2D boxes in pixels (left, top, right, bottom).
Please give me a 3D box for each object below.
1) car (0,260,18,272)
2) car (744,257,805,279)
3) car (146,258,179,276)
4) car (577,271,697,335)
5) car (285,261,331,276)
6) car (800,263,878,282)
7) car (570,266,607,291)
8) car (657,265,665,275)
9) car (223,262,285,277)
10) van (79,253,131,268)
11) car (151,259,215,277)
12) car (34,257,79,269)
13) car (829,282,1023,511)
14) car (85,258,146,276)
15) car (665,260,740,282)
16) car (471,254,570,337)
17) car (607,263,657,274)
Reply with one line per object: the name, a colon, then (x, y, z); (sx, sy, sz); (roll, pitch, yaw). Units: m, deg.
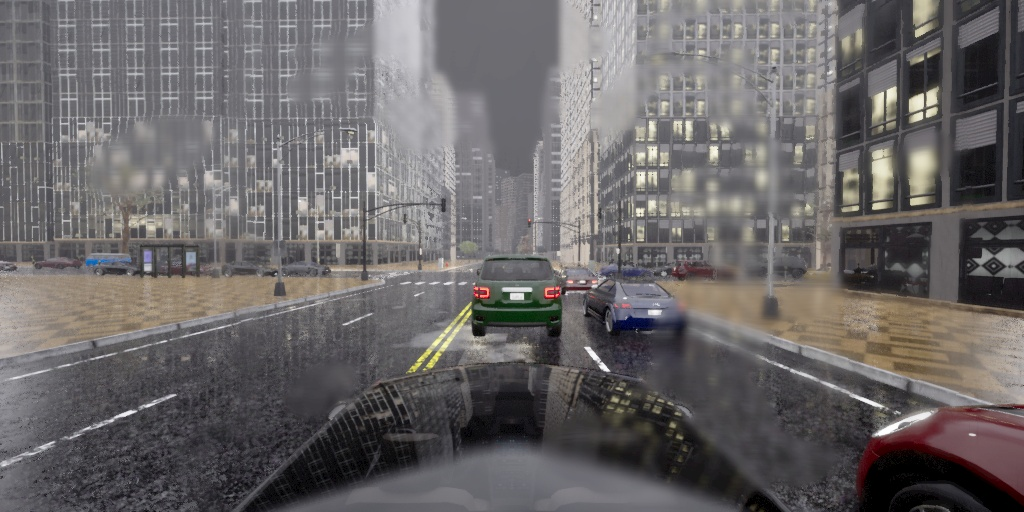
car: (-50.797, 0.831, 34.556); (4.674, 1.442, 1.812); (0, 1, 2)
car: (26.563, 1.172, 36.122); (5.566, 2.045, 2.150); (1, 1, 1)
car: (-31.039, 0.980, 34.045); (4.902, 1.511, 2.128); (0, 1, 1)
car: (3.375, 1.310, 10.508); (1.994, 1.385, 4.181); (0, 0, -1)
car: (-19.398, 1.157, 33.784); (4.181, 1.385, 1.994); (1, 1, 1)
car: (27.701, 1.578, 30.322); (4.829, 1.417, 1.751); (0, 0, 1)
car: (3.390, 1.288, 19.750); (2.033, 1.411, 5.357); (0, 0, 0)
car: (16.486, 1.367, 36.343); (4.892, 1.490, 1.837); (0, 1, -1)
car: (-22.670, 1.173, 31.150); (4.313, 1.339, 1.948); (0, 0, 1)
van: (-45.208, 0.605, 40.164); (3.998, 1.789, 1.690); (0, 0, 1)
car: (-28.354, 1.138, 31.295); (4.207, 1.307, 1.802); (0, 0, 1)
car: (-50.890, 0.793, 40.291); (4.207, 1.307, 1.802); (0, 0, 1)
car: (3.344, 1.103, 0.464); (2.097, 1.767, 4.553); (0, 0, 0)
car: (-34.034, 1.069, 31.480); (4.313, 1.339, 1.948); (0, 0, 1)
car: (16.253, 1.269, 30.542); (5.009, 1.841, 2.192); (0, 0, 1)
car: (0.118, 0.967, 10.415); (2.150, 2.045, 5.566); (0, 0, 0)
car: (10.540, 1.387, 33.226); (4.674, 1.442, 1.812); (1, 1, 1)
